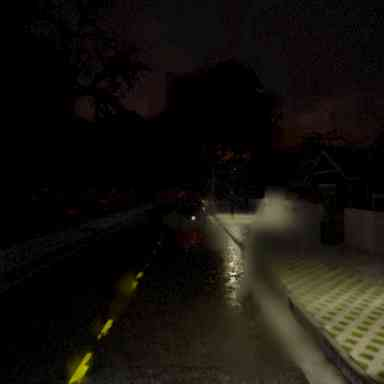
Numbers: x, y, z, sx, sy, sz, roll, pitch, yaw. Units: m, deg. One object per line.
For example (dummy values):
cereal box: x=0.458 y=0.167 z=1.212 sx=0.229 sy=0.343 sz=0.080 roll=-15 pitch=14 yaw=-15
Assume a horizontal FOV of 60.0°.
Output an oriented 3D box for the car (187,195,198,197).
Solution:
car: x=0.095 y=1.118 z=40.738 sx=2.097 sy=1.767 sz=4.553 roll=0 pitch=0 yaw=0

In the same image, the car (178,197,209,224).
car: x=0.098 y=1.364 z=23.292 sx=1.837 sy=1.490 sz=4.892 roll=0 pitch=0 yaw=0
